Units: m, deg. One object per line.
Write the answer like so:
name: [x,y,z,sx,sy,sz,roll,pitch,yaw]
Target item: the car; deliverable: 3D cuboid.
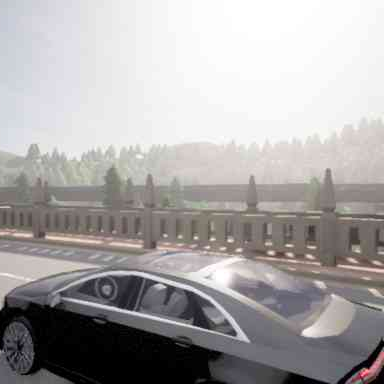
car: [-0.381,1.488,3.979,4.902,1.511,2.128,0,0,34]
